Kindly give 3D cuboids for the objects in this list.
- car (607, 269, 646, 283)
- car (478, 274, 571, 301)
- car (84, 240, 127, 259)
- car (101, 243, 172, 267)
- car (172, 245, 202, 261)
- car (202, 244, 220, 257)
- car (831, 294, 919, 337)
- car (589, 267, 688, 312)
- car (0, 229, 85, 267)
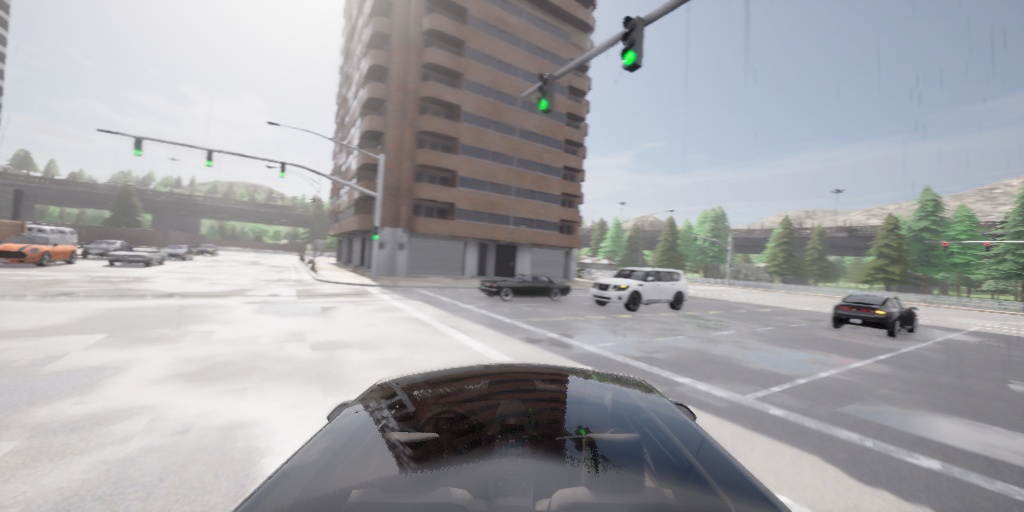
[{"bbox_3d":[15.435,2.685,48.626,1.882,1.535,5.008,4,-1,-32],"label":"car"},{"bbox_3d":[0.669,1.578,18.428,4.718,1.301,1.895,4,-1,-31],"label":"car"},{"bbox_3d":[-31.895,-0.517,28.416,2.128,1.511,4.902,4,-1,-32],"label":"car"},{"bbox_3d":[-24.967,-0.010,24.037,1.895,1.301,4.718,4,-1,-32],"label":"car"},{"bbox_3d":[-30.578,-0.327,32.864,2.033,1.411,5.357,4,-1,-32],"label":"car"},{"bbox_3d":[-38.544,-0.741,45.558,1.837,1.490,4.892,4,-1,-32],"label":"car"},{"bbox_3d":[15.289,2.388,15.086,4.892,1.490,1.837,4,-1,-32],"label":"car"},{"bbox_3d":[6.442,1.564,17.876,5.566,2.045,2.150,4,-1,-32],"label":"car"},{"bbox_3d":[-26.367,-0.397,19.742,2.097,1.767,4.553,4,-1,-32],"label":"car"}]
